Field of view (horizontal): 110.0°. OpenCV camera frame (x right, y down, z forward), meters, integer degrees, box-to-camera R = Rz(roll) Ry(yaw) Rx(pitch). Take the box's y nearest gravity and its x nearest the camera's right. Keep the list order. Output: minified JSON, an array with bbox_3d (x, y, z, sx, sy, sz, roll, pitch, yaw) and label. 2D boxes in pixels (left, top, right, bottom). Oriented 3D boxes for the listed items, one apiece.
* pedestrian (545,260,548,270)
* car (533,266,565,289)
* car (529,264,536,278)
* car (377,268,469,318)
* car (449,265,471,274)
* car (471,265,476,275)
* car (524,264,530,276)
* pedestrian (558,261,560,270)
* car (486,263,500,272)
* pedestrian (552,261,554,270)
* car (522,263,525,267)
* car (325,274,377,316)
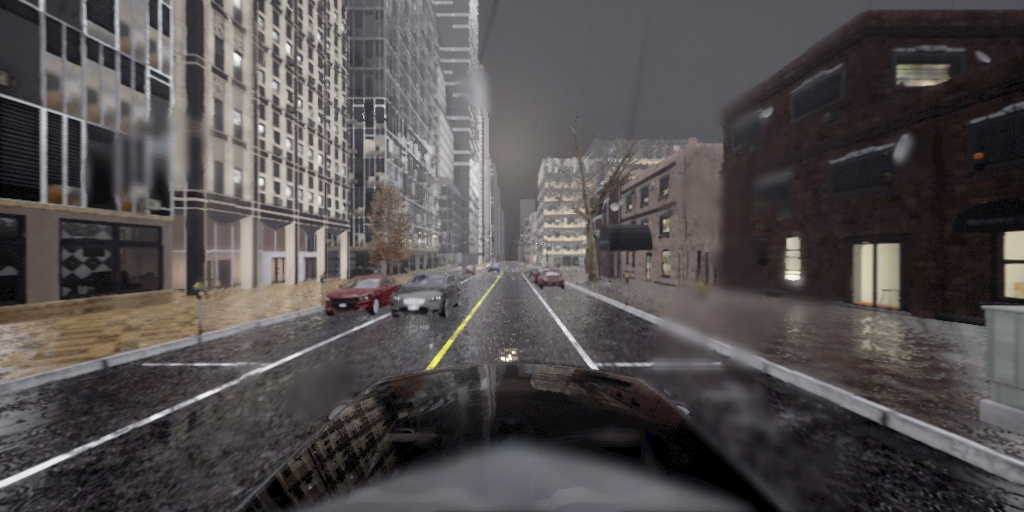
[{"bbox_3d":[6.147,1.646,63.295,0.375,1.860,0.375,-1,0,0],"label":"pedestrian"},{"bbox_3d":[2.728,1.618,25.541,1.802,1.307,4.207,0,0,0],"label":"car"},{"bbox_3d":[2.763,1.649,31.185,1.888,1.381,4.507,0,0,0],"label":"car"},{"bbox_3d":[-3.098,1.386,13.731,2.128,1.511,4.902,0,-1,0],"label":"car"},{"bbox_3d":[-5.788,1.724,36.887,2.007,1.370,4.403,0,0,0],"label":"car"},{"bbox_3d":[-5.812,1.855,48.176,1.888,1.381,4.507,0,0,0],"label":"car"},{"bbox_3d":[2.826,1.791,42.473,2.007,1.370,4.403,0,0,0],"label":"car"},{"bbox_3d":[8.146,1.825,62.695,0.375,1.860,0.375,-1,0,0],"label":"pedestrian"},{"bbox_3d":[-2.991,1.942,60.616,1.882,1.535,5.008,0,-1,0],"label":"car"},{"bbox_3d":[7.146,1.788,62.095,0.375,1.860,0.375,-1,0,0],"label":"pedestrian"},{"bbox_3d":[2.829,1.903,53.931,1.751,1.417,4.829,0,0,0],"label":"car"},{"bbox_3d":[-5.689,1.446,14.314,1.888,1.381,4.507,0,0,0],"label":"car"}]
